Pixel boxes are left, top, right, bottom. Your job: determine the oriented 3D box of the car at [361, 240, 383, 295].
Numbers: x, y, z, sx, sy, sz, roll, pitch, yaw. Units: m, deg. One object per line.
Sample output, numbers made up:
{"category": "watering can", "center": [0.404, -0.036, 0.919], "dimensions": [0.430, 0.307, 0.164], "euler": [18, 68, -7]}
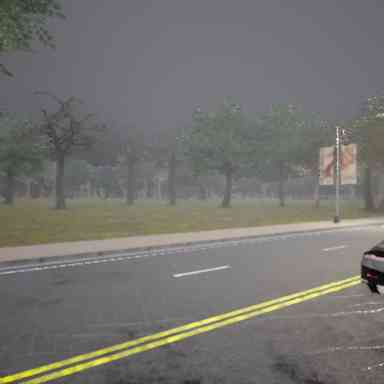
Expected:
{"category": "car", "center": [5.842, 1.572, 7.787], "dimensions": [4.902, 1.511, 2.128], "euler": [0, -1, -37]}
